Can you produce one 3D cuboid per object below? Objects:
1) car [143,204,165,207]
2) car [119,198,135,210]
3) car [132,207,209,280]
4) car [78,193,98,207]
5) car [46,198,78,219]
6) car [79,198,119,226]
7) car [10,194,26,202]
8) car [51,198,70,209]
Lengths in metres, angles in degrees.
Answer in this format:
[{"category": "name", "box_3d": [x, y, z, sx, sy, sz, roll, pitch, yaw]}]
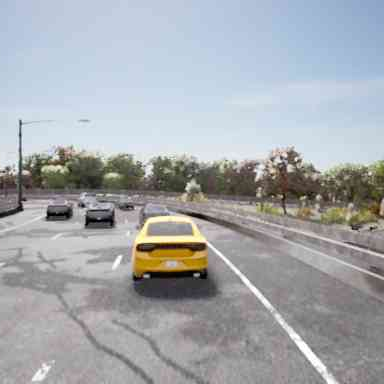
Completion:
[{"category": "car", "box_3d": [-2.562, 1.511, 22.374, 2.033, 1.411, 5.357, 0, 0, -12]}, {"category": "car", "box_3d": [-8.659, 1.482, 42.169, 2.033, 1.411, 5.357, 0, 0, -23]}, {"category": "car", "box_3d": [-0.684, 1.460, 9.993, 1.882, 1.535, 5.008, 0, 0, -5]}, {"category": "car", "box_3d": [-14.959, 1.144, 47.601, 2.150, 2.045, 5.566, 0, -1, -28]}, {"category": "car", "box_3d": [-11.416, 1.452, 28.872, 2.128, 1.511, 4.902, 0, 0, -16]}, {"category": "car", "box_3d": [-6.346, 1.459, 23.182, 2.128, 1.511, 4.902, 0, 0, -13]}, {"category": "car", "box_3d": [-39.378, 1.267, 75.175, 4.553, 1.767, 2.097, 0, 0, 43]}, {"category": "car", "box_3d": [-18.273, 1.503, 46.187, 1.994, 1.385, 4.181, 0, 0, -27]}]
